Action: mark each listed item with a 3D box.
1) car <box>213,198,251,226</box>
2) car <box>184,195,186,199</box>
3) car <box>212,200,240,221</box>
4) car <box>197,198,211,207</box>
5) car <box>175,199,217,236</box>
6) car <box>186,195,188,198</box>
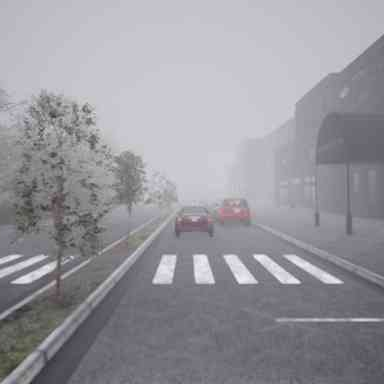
[{"bbox_3d":[3.083,1.452,25.502,2.435,2.045,5.566,0,0,0],"label":"car"},{"bbox_3d":[-0.295,2.159,92.158,2.097,1.535,5.008,0,0,-7],"label":"car"},{"bbox_3d":[3.090,1.622,30.987,2.185,1.767,4.553,0,0,0],"label":"car"},{"bbox_3d":[2.303,2.026,64.507,2.163,1.488,4.792,0,0,-3],"label":"car"},{"bbox_3d":[0.127,1.525,19.715,2.097,1.767,4.553,0,0,0],"label":"car"},{"bbox_3d":[0.354,2.129,86.628,2.097,1.535,5.008,0,0,-6],"label":"car"}]
